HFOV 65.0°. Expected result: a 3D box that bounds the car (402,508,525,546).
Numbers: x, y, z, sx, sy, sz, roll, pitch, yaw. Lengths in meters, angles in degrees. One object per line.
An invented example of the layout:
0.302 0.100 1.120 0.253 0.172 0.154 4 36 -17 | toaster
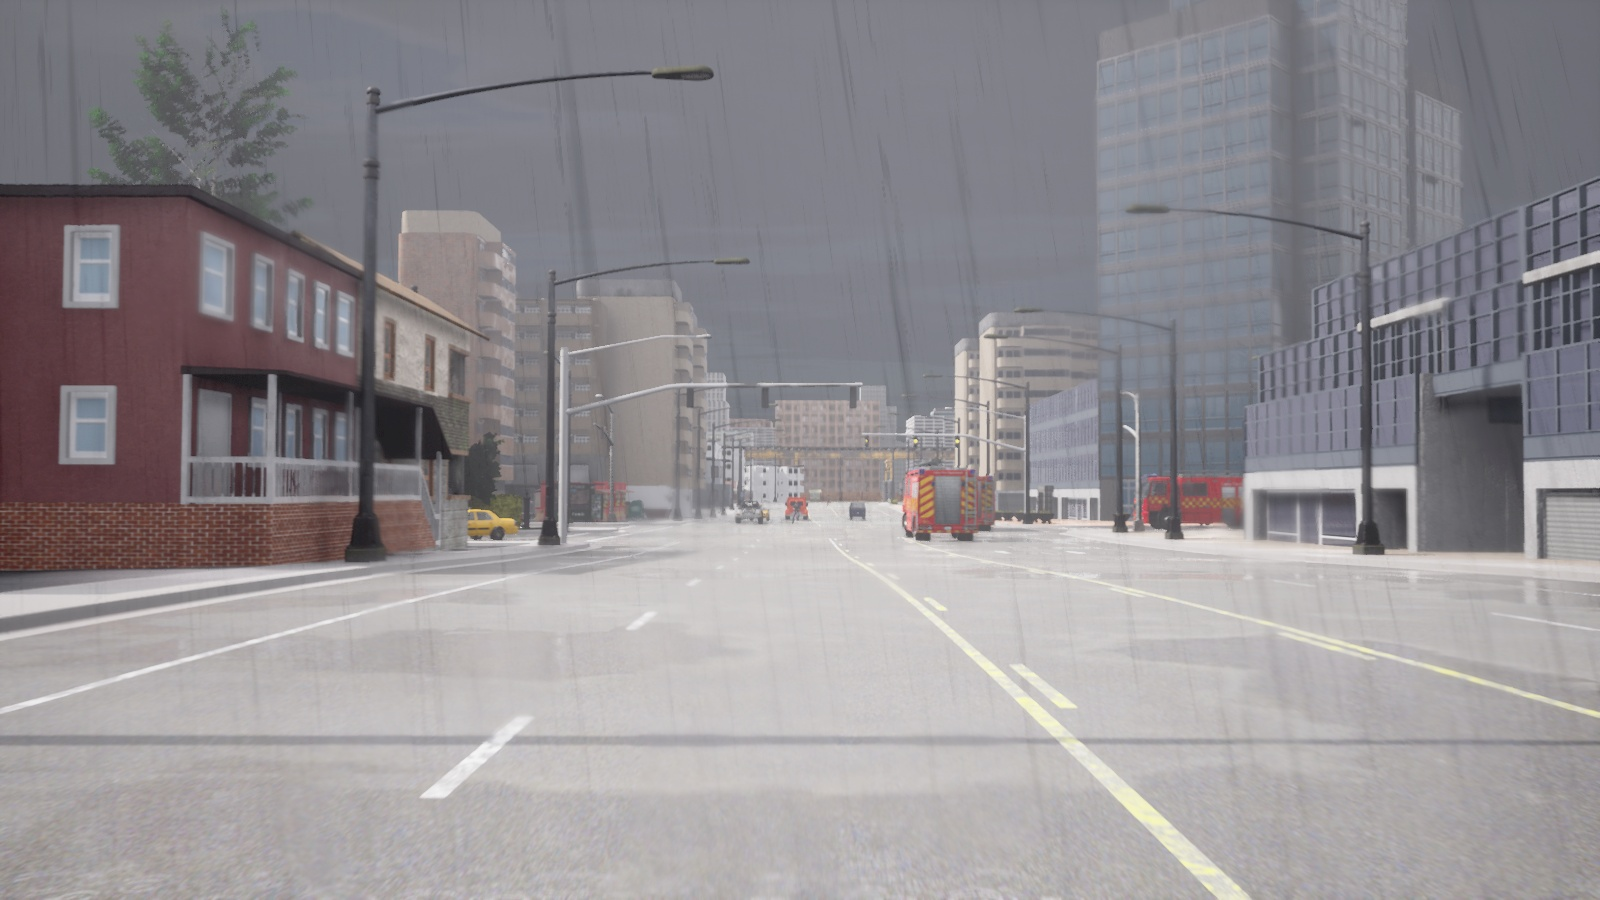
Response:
-15.286 3.493 57.338 1.801 1.575 5.366 -2 -2 39 | car

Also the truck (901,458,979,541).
6.847 2.460 62.719 2.891 3.827 8.468 0 -2 0 | truck

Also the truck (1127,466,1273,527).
25.806 3.028 81.232 8.468 3.827 2.891 0 -2 0 | truck

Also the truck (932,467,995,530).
10.311 3.071 80.026 2.891 3.827 8.468 0 -2 0 | truck

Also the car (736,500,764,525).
-3.716 4.679 94.386 1.932 1.855 4.605 0 -3 0 | car
